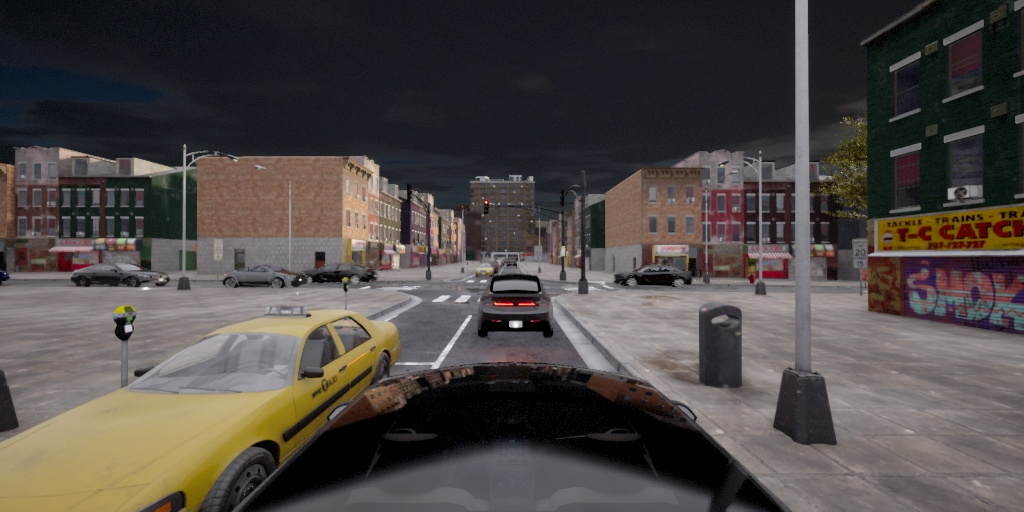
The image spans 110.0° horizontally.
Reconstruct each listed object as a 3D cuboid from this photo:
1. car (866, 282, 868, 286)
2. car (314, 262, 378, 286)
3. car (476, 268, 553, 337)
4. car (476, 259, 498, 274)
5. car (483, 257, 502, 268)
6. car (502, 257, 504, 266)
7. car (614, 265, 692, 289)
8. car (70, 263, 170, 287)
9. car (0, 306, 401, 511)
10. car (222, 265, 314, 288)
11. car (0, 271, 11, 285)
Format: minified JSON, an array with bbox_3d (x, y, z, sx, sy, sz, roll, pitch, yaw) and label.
[{"bbox_3d":[27.485,1.708,24.395,5.357,1.411,2.033,1,0,0],"label":"car"},{"bbox_3d":[-11.656,1.170,24.161,5.008,1.535,1.882,0,0,0],"label":"car"},{"bbox_3d":[0.086,1.257,10.320,1.837,1.490,4.892,0,0,0],"label":"car"},{"bbox_3d":[-2.678,1.302,35.894,1.751,1.417,4.829,0,0,0],"label":"car"},{"bbox_3d":[-2.685,1.100,41.507,2.192,1.841,5.009,0,0,0],"label":"car"},{"bbox_3d":[-2.710,1.358,63.112,1.751,1.417,4.829,0,0,0],"label":"car"},{"bbox_3d":[9.512,1.359,24.377,5.008,1.535,1.882,1,0,2],"label":"car"},{"bbox_3d":[-23.022,1.120,21.133,4.674,1.442,1.812,0,0,0],"label":"car"},{"bbox_3d":[-2.640,1.275,3.937,1.751,1.417,4.829,0,0,0],"label":"car"},{"bbox_3d":[-14.501,1.220,21.183,4.181,1.385,1.994,0,0,0],"label":"car"},{"bbox_3d":[-32.919,1.144,21.071,4.718,1.301,1.895,0,0,0],"label":"car"}]
